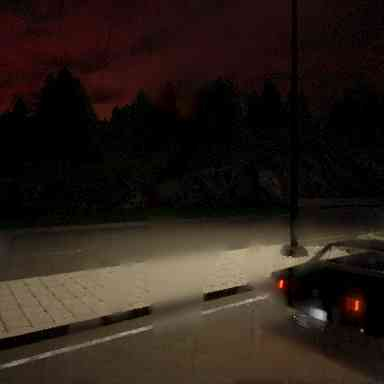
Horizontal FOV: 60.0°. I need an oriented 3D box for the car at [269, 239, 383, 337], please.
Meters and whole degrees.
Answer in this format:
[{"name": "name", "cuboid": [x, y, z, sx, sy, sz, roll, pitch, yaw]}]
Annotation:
[{"name": "car", "cuboid": [3.760, 1.601, 6.426, 4.718, 1.301, 1.895, 0, 0, -35]}]
